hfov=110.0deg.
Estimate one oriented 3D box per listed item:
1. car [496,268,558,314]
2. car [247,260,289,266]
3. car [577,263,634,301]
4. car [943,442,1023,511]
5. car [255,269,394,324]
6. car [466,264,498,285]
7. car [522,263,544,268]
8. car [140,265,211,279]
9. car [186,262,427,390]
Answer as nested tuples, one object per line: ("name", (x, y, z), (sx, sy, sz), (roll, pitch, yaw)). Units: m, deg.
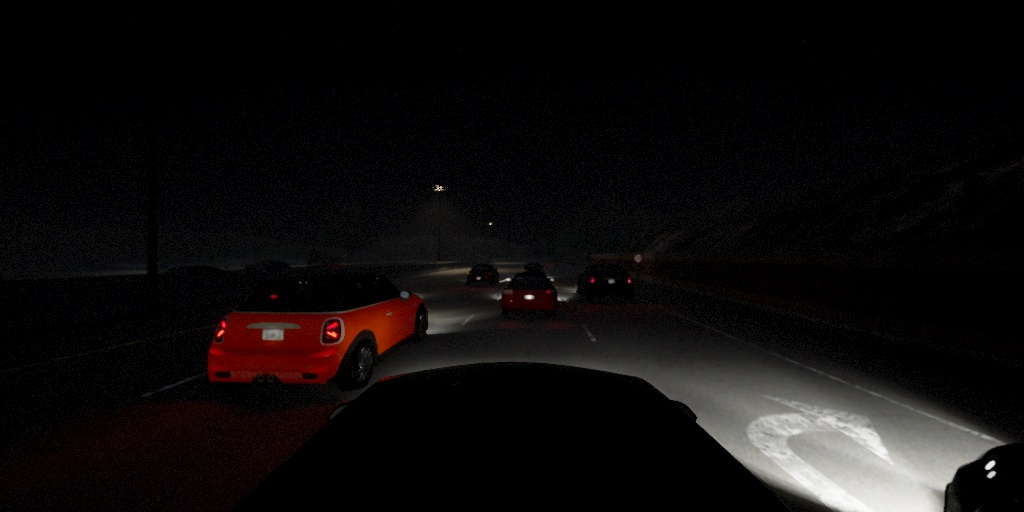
("car", (0.688, 1.322, 13.798), (1.994, 1.385, 4.181), (0, 0, 3))
("car", (-25.906, 1.159, 38.136), (1.882, 1.535, 5.008), (0, 0, 4))
("car", (4.437, 1.125, 17.633), (2.097, 1.767, 4.553), (0, 0, 4))
("car", (3.682, 1.325, 0.429), (1.994, 1.385, 4.181), (0, 0, -1))
("car", (-6.396, 1.282, 13.201), (2.033, 1.411, 5.357), (0, 0, 4))
("car", (-2.037, 1.281, 25.813), (1.812, 1.442, 4.674), (0, 0, 4))
("car", (1.837, 1.296, 31.220), (1.812, 1.442, 4.674), (0, 0, 4))
("car", (-16.751, 1.228, 18.584), (1.812, 1.442, 4.674), (0, 0, 4))
("car", (-3.176, 1.094, 7.003), (2.097, 1.767, 4.553), (0, 0, 2))
